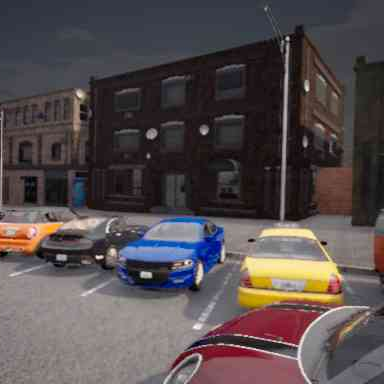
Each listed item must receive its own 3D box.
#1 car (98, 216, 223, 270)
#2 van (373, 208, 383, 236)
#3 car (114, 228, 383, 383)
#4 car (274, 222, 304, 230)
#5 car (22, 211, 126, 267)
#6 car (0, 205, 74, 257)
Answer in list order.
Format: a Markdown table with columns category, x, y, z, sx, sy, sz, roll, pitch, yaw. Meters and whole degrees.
| category | x | y | z | sx | sy | sz | roll | pitch | yaw |
| --- | --- | --- | --- | --- | --- | --- | --- | --- | --- |
| car | -0.302 | 1.478 | 9.306 | 2.097 | 1.535 | 5.008 | 1 | -1 | 15 |
| van | 4.583 | 1.254 | 5.700 | 1.878 | 1.987 | 4.442 | 1 | -1 | 15 |
| car | 1.903 | 1.352 | 2.009 | 4.553 | 1.767 | 2.097 | 0 | 0 | 35 |
| car | 2.196 | 1.479 | 7.740 | 1.946 | 1.575 | 5.366 | 0 | -1 | 15 |
| car | -2.787 | 1.478 | 11.020 | 2.231 | 1.521 | 4.892 | 0 | -1 | 15 |
| car | -5.274 | 1.349 | 12.733 | 2.185 | 1.767 | 4.553 | 0 | -1 | 14 |
